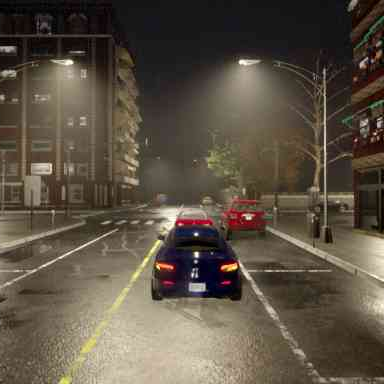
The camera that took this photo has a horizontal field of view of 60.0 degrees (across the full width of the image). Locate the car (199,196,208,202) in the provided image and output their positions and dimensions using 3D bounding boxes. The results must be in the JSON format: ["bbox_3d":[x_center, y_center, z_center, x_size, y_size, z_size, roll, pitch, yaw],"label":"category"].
[{"bbox_3d":[2.614,1.626,78.327,1.947,1.339,4.313,1,0,0],"label":"car"}]

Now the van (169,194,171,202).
[{"bbox_3d":[-5.749,1.389,67.248,1.690,1.788,3.998,1,0,0],"label":"van"}]

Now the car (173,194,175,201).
[{"bbox_3d":[-5.765,1.611,78.325,2.008,1.369,4.403,1,0,0],"label":"car"}]

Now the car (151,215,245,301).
[{"bbox_3d":[0.092,1.529,8.211,1.812,1.442,4.674,0,0,0],"label":"car"}]

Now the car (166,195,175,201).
[{"bbox_3d":[-5.778,1.625,89.403,2.008,1.369,4.403,1,0,0],"label":"car"}]

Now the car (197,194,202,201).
[{"bbox_3d":[2.621,1.605,72.788,2.008,1.369,4.403,1,0,0],"label":"car"}]

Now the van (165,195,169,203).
[{"bbox_3d":[-5.742,1.383,61.709,1.690,1.788,3.998,1,0,0],"label":"van"}]

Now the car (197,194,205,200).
[{"bbox_3d":[2.600,1.396,94.940,2.192,1.841,5.009,1,0,0],"label":"car"}]

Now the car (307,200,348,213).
[{"bbox_3d":[15.171,1.609,37.191,4.313,1.339,1.947,0,-1,0],"label":"car"}]

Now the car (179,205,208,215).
[{"bbox_3d":[0.080,1.609,17.954,1.895,1.301,4.718,0,0,0],"label":"car"}]

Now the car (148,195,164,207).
[{"bbox_3d":[-5.734,1.614,50.633,1.802,1.307,4.206,1,0,0],"label":"car"}]

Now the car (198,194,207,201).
[{"bbox_3d":[2.612,1.382,83.865,2.192,1.841,5.009,1,0,0],"label":"car"}]

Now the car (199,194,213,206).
[{"bbox_3d":[2.640,1.563,56.344,1.752,1.417,4.829,1,0,0],"label":"car"}]

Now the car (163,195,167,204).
[{"bbox_3d":[-5.740,1.619,56.170,1.802,1.307,4.206,1,0,0],"label":"car"}]

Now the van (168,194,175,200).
[{"bbox_3d":[-5.780,1.422,94.941,1.690,1.788,3.998,1,0,0],"label":"van"}]

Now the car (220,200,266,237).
[{"bbox_3d":[2.688,1.323,18.144,2.192,1.841,5.009,1,0,0],"label":"car"}]

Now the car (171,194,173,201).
[{"bbox_3d":[-5.759,1.636,72.787,1.802,1.307,4.206,1,0,0],"label":"car"}]
